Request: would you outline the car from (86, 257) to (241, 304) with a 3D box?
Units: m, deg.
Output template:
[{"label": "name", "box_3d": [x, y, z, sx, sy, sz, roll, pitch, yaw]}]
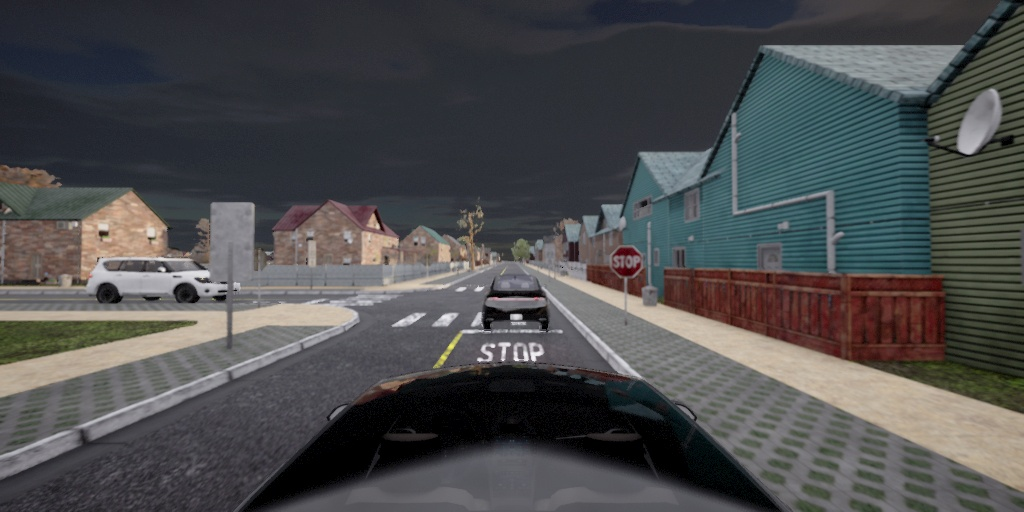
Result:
[{"label": "car", "box_3d": [-15.496, 1.074, 16.118, 5.566, 2.045, 2.150, 0, -1, 0]}]

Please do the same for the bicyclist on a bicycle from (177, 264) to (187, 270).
[{"label": "bicyclist on a bicycle", "box_3d": [-20.200, 1.264, 21.945, 0.582, 1.620, 1.656, 0, -1, 0]}]

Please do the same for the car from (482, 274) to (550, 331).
[{"label": "car", "box_3d": [0.107, 1.324, 11.376, 2.128, 1.511, 4.902, 0, 0, 0]}]
